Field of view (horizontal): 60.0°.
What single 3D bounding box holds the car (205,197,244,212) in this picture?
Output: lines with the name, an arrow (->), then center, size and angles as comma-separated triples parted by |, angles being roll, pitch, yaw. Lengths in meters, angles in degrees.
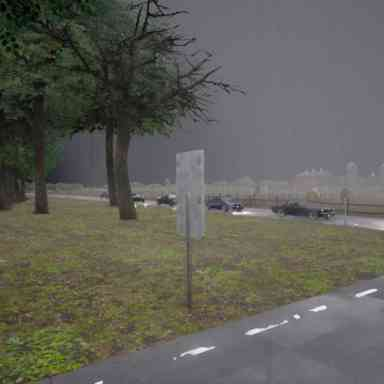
car -> 3.148, 1.168, 32.910 | 1.994, 1.385, 4.181 | -1, 2, -35

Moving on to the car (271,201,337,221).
car -> 8.484, 1.354, 25.502 | 1.895, 1.301, 4.718 | -1, 2, -36

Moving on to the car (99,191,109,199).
car -> -16.480, 0.603, 65.104 | 2.033, 1.411, 5.357 | -1, 1, -36

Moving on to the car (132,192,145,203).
car -> -8.779, 0.792, 49.483 | 1.882, 1.535, 5.008 | -1, 1, -35

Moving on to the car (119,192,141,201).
car -> -10.663, 0.741, 57.052 | 1.994, 1.385, 4.181 | -1, 1, -35

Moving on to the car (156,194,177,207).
car -> -2.719, 0.980, 41.045 | 1.812, 1.442, 4.674 | -1, 1, -36
